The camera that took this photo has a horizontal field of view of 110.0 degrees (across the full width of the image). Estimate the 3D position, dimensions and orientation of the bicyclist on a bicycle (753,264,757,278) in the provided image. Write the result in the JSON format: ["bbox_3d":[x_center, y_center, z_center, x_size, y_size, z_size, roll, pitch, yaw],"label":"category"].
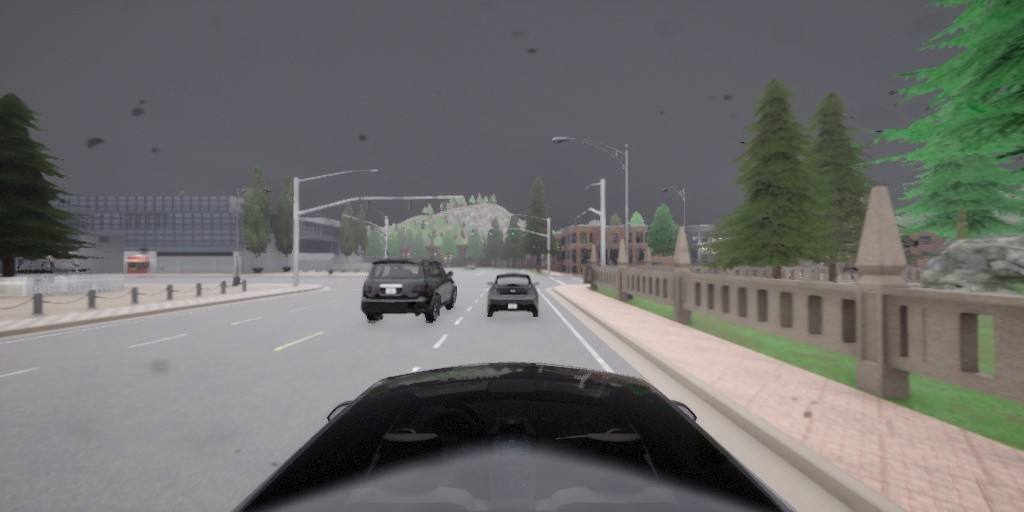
[{"bbox_3d":[18.711,1.408,27.564,0.582,1.620,1.656,0,-1,0],"label":"bicyclist on a bicycle"}]

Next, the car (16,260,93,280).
[{"bbox_3d":[-44.358,1.436,34.830,5.566,2.045,2.150,0,-1,0],"label":"car"}]

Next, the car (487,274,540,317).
[{"bbox_3d":[0.048,1.429,14.184,1.837,1.490,4.892,0,0,1],"label":"car"}]

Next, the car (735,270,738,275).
[{"bbox_3d":[28.922,1.907,41.985,4.718,1.301,1.895,0,-1,0],"label":"car"}]

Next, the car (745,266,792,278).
[{"bbox_3d":[27.619,1.783,38.497,4.674,1.442,1.812,0,-1,0],"label":"car"}]

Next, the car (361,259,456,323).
[{"bbox_3d":[-3.466,1.130,13.014,2.150,2.045,5.566,0,-1,1],"label":"car"}]

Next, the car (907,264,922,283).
[{"bbox_3d":[38.018,1.665,31.450,4.892,1.490,1.837,0,-1,0],"label":"car"}]
